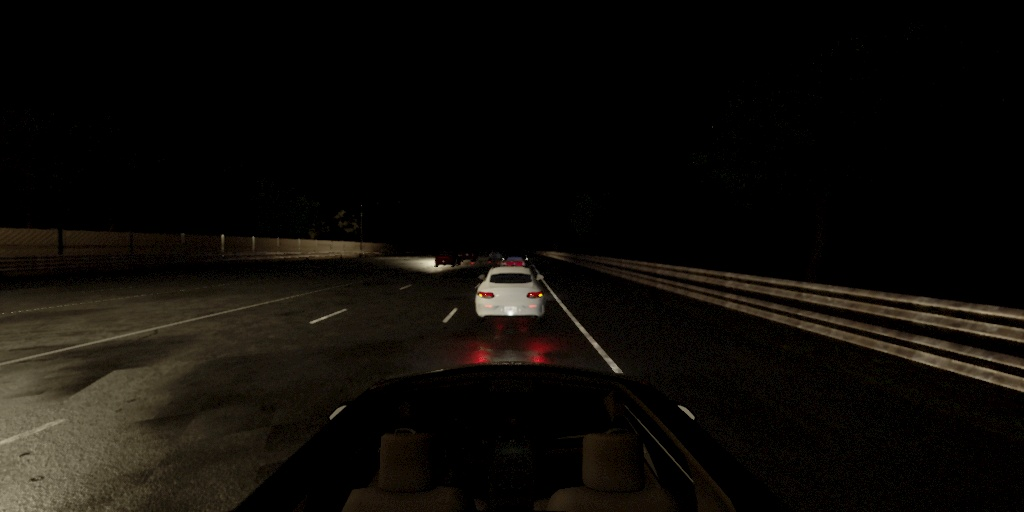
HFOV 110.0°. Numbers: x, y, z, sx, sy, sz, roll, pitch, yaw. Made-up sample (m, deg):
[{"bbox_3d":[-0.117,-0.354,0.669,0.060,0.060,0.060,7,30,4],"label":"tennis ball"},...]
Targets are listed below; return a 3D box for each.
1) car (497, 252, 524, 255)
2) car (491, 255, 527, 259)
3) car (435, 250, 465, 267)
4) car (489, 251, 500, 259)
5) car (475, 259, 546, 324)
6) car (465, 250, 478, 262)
[{"bbox_3d":[0.211,0.617,25.963,1.994,1.385,4.181,0,1,2],"label":"car"},{"bbox_3d":[0.061,0.827,19.312,1.895,1.301,4.718,0,2,1],"label":"car"},{"bbox_3d":[-6.414,0.293,36.282,1.882,1.535,5.008,0,1,2],"label":"car"},{"bbox_3d":[-2.481,-0.021,54.687,1.812,1.442,4.674,0,1,1],"label":"car"},{"bbox_3d":[-0.027,0.999,10.648,1.812,1.442,4.674,0,2,0],"label":"car"},{"bbox_3d":[-6.061,-0.135,50.879,2.097,1.767,4.553,0,1,1],"label":"car"}]
